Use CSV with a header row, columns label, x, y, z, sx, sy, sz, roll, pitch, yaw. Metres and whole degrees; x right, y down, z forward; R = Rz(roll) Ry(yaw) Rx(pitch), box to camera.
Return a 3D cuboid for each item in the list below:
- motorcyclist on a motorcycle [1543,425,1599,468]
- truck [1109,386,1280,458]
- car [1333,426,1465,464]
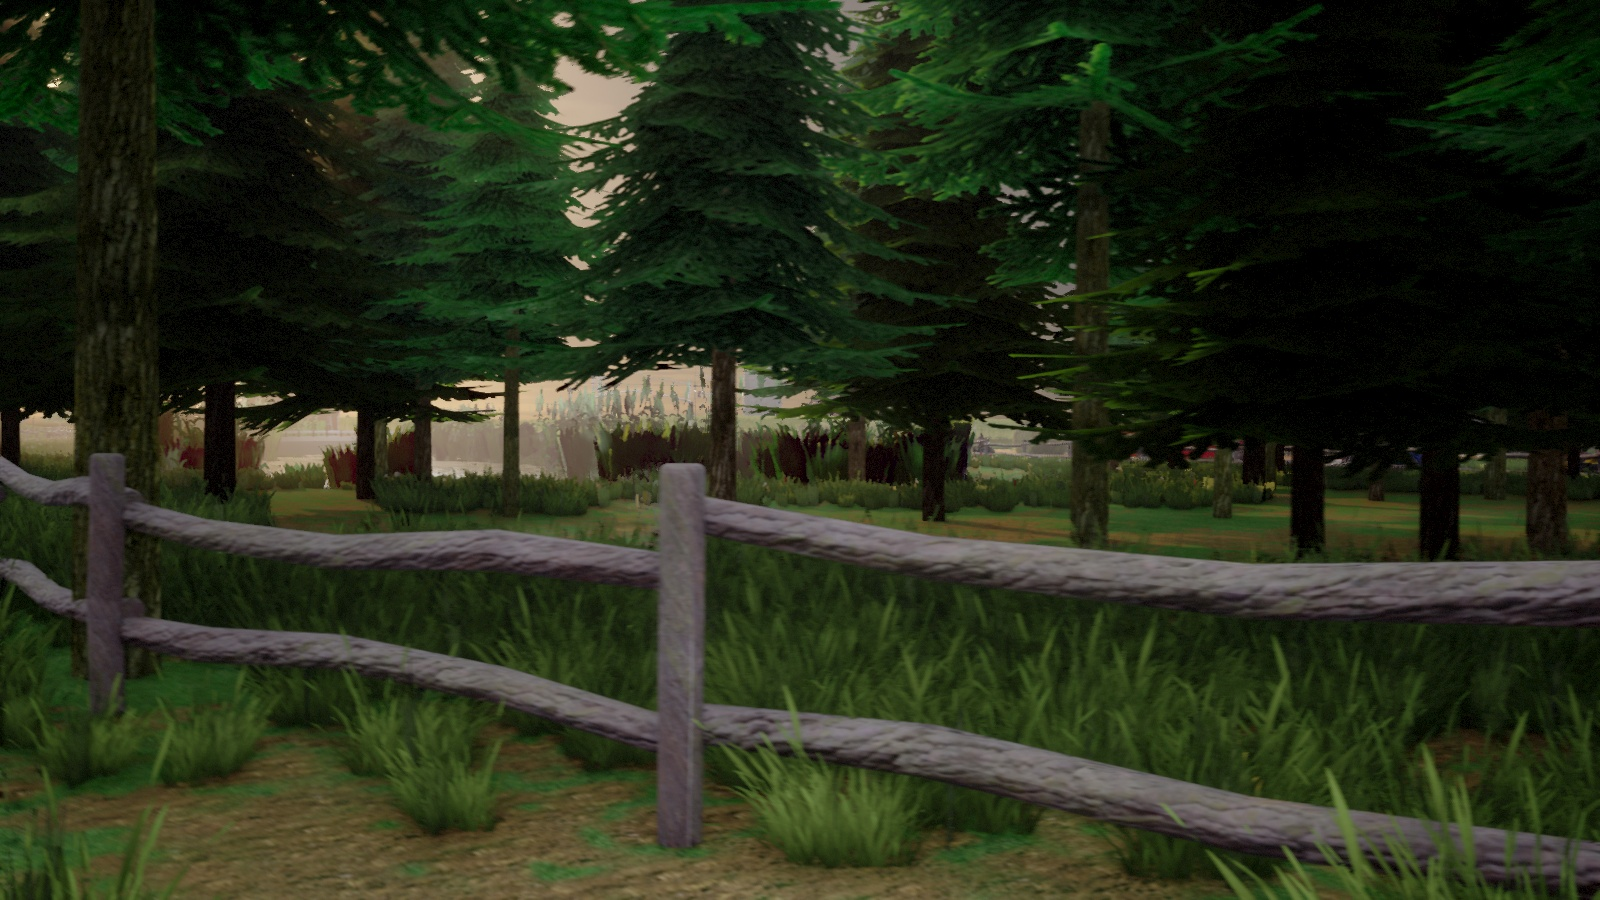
label,x,y,z,sx,sy,sz,roll,pitch,yaw
motorcyclist on a motorcycle,28.347,-0.160,45.835,0.797,1.523,2.044,-1,2,-24
truck,21.467,-1.520,68.631,8.468,3.827,2.891,0,1,-2
car,25.202,-0.232,53.025,1.882,1.535,5.008,-1,1,-24
